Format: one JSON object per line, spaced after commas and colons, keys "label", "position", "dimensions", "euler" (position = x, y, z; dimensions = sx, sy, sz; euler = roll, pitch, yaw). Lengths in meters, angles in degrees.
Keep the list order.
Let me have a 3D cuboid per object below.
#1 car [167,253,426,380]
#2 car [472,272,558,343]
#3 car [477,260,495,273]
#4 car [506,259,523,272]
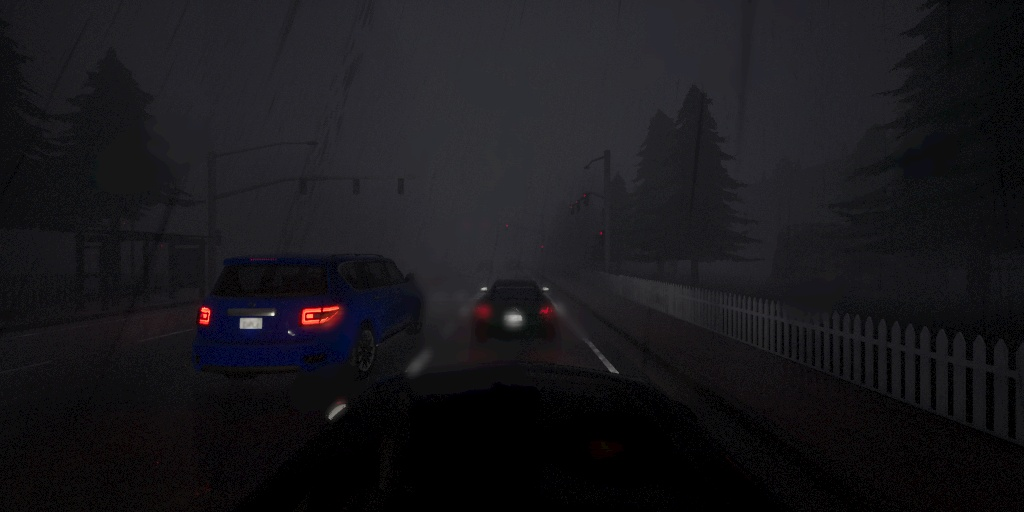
{"label": "car", "position": [-3.403, 0.972, 7.385], "dimensions": [2.150, 2.045, 5.566], "euler": [0, 0, 0]}
{"label": "car", "position": [0.091, 1.314, 9.664], "dimensions": [1.994, 1.385, 4.181], "euler": [0, 0, 1]}
{"label": "car", "position": [-3.219, 1.244, 44.637], "dimensions": [2.128, 1.511, 4.902], "euler": [0, 0, 0]}
{"label": "car", "position": [0.283, 1.103, 44.936], "dimensions": [2.097, 1.767, 4.553], "euler": [0, 0, 0]}
